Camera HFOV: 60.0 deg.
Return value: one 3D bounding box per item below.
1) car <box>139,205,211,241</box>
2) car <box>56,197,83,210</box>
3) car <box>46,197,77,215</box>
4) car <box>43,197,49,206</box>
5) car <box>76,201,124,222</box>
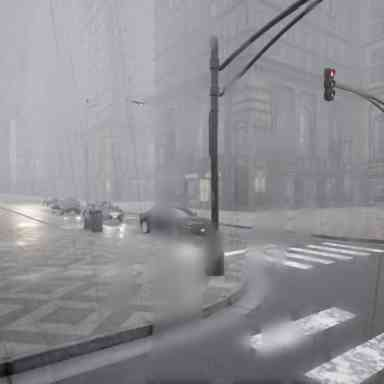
[{"bbox_3d":[-0.947,1.470,17.175,1.882,1.535,5.008,0,0,-36],"label":"car"},{"bbox_3d":[-16.401,1.489,44.262,2.033,1.411,5.357,0,0,-35],"label":"car"},{"bbox_3d":[-13.010,1.518,34.093,2.033,1.411,5.357,0,0,-35],"label":"car"},{"bbox_3d":[-22.043,1.446,52.076,1.812,1.442,4.674,0,0,-36],"label":"car"},{"bbox_3d":[-6.862,1.480,25.462,2.128,1.511,4.902,0,0,-36],"label":"car"}]
